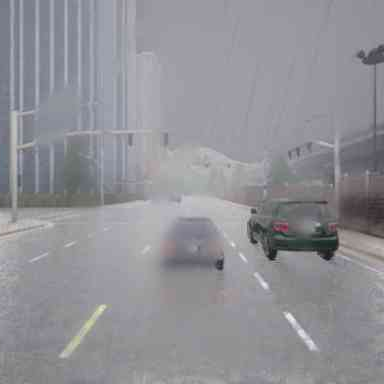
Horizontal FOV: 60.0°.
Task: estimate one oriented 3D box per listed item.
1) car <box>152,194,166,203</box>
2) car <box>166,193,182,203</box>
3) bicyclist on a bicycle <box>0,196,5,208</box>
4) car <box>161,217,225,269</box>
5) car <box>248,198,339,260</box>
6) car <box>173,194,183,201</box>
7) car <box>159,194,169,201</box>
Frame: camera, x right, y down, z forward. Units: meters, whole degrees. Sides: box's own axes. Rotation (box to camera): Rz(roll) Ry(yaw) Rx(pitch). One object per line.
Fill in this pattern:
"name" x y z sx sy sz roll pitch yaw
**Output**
"car" -6.988 1.508 67.757 1.837 1.490 4.892 0 0 0
"car" -3.489 1.230 67.792 2.150 2.045 5.566 0 0 0
"bicyclist on a bicycle" -25.295 1.362 44.158 0.582 1.620 1.656 0 0 0
"car" 0.044 1.549 11.116 2.033 1.411 5.357 0 0 1
"car" 3.556 1.223 12.631 2.150 2.045 5.566 0 0 1
"car" -3.484 1.338 83.363 2.097 1.767 4.553 0 0 0
"car" -6.984 1.338 83.312 2.097 1.767 4.553 0 0 0
